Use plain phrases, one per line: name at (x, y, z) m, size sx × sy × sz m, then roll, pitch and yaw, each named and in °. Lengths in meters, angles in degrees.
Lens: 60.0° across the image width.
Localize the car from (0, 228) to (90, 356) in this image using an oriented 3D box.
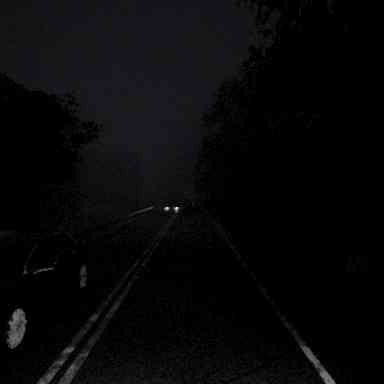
car at (-3.349, 1.502, 6.111) m, size 1.837 × 1.490 × 4.892 m, roll 0°, pitch 0°, yaw 0°

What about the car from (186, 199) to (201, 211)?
car at (0.131, 1.618, 41.423) m, size 2.033 × 1.411 × 5.357 m, roll 0°, pitch 0°, yaw 0°

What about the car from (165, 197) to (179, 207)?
car at (-3.127, 1.651, 53.754) m, size 1.837 × 1.490 × 4.892 m, roll 0°, pitch -1°, yaw 1°
